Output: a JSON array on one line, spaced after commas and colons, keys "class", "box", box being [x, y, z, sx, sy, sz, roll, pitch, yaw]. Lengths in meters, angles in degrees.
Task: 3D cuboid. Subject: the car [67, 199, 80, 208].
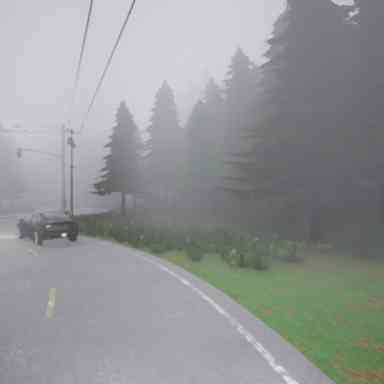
[{"class": "car", "box": [-23.420, 2.185, 64.309, 2.097, 1.767, 4.553, 0, -1, -38]}]

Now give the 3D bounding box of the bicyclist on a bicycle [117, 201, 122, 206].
[{"class": "bicyclist on a bicycle", "box": [-8.737, 1.856, 40.063, 1.656, 1.620, 0.582, -4, -1, -2]}]

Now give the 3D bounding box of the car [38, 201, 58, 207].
[{"class": "car", "box": [-30.859, 2.543, 70.959, 4.718, 1.301, 1.895, -1, -1, 31]}]

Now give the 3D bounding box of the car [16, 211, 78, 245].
[{"class": "car", "box": [-7.471, 1.740, 17.017, 1.837, 1.490, 4.892, 1, -1, -42]}]
